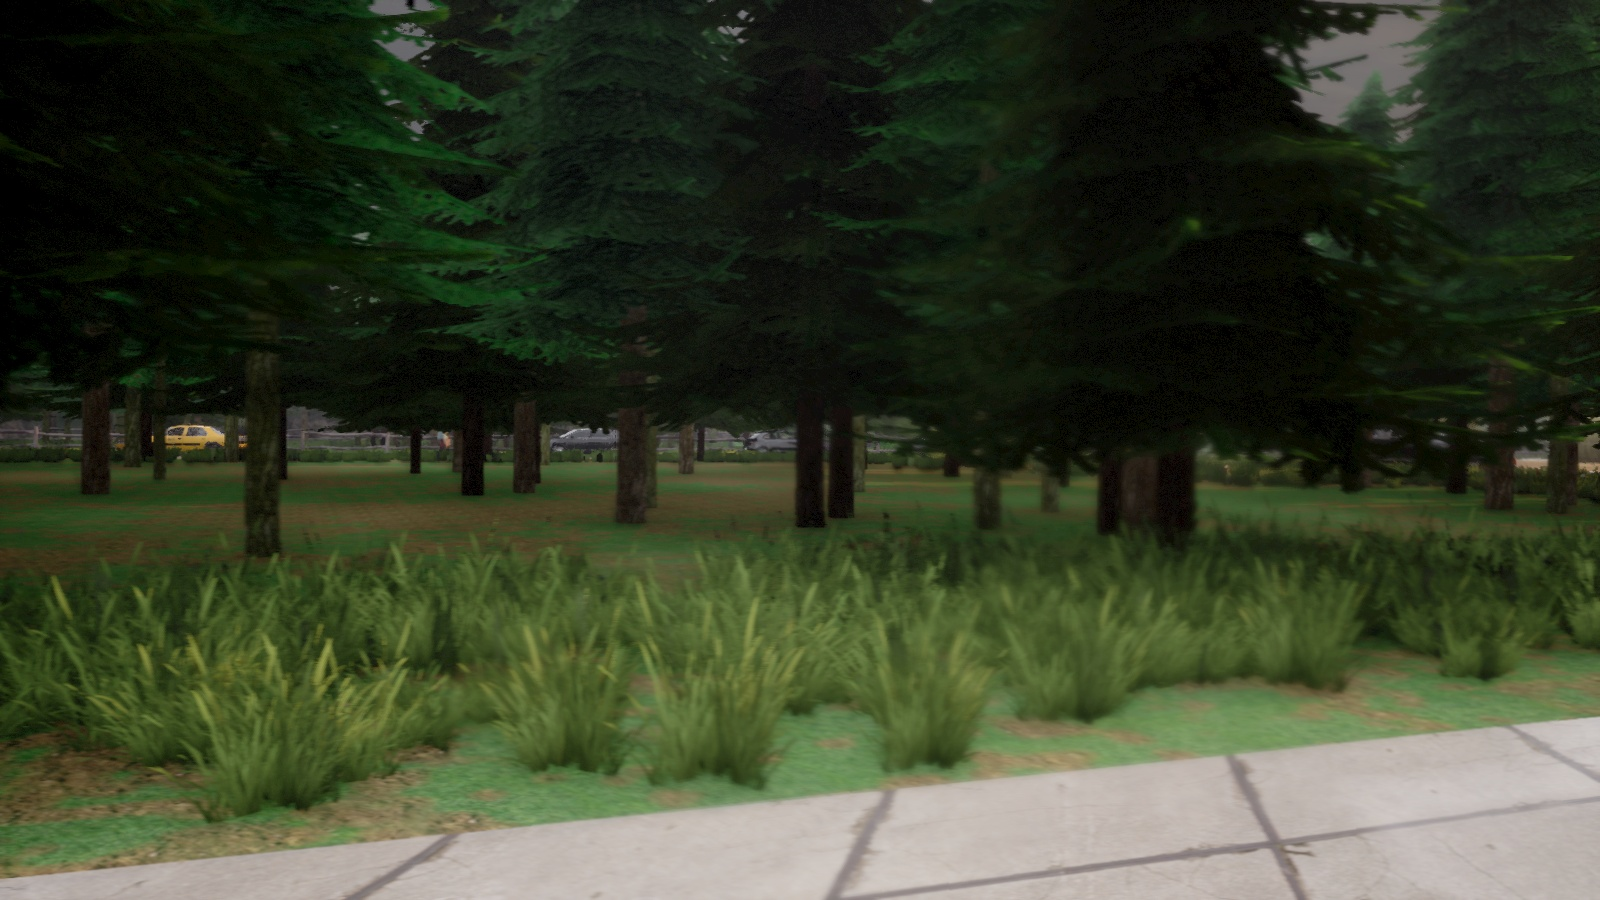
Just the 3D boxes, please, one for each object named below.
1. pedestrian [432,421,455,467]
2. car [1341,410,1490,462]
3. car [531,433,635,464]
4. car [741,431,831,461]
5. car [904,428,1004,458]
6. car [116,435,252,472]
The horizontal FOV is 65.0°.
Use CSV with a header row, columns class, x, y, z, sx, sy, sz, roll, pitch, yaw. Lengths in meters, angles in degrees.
class,x,y,z,sx,sy,sz,roll,pitch,yaw
pedestrian,-15.301,-0.246,53.902,0.873,1.952,0.659,-1,1,-22
car,25.495,-0.581,52.265,2.150,2.045,5.566,-1,1,-21
car,-10.976,-0.106,63.503,4.892,1.490,1.837,-1,1,-21
car,-0.704,-0.219,63.563,4.193,1.474,1.816,-1,1,-19
car,8.142,-0.378,66.614,4.792,1.488,2.163,-1,1,-18
car,-27.969,0.115,57.205,5.366,1.575,1.801,-1,1,-20
